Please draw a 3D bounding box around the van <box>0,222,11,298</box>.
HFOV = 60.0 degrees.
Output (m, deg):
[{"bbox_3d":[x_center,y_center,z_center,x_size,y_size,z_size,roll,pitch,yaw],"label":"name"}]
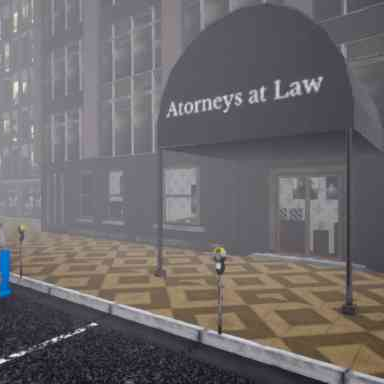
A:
[{"bbox_3d":[-5.308,1.341,6.687,3.998,1.788,1.690,0,0,36],"label":"van"}]
